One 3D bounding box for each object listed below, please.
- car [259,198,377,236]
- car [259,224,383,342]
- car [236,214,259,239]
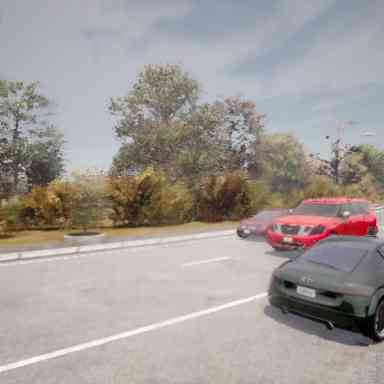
[{"bbox_3d":[5.287,1.257,13.001,5.566,2.045,2.150,0,0,-42],"label":"car"},{"bbox_3d":[3.421,1.583,6.635,4.181,1.385,1.994,0,0,-38],"label":"car"},{"bbox_3d":[4.234,1.571,16.764,4.674,1.442,1.812,0,0,-42],"label":"car"}]
